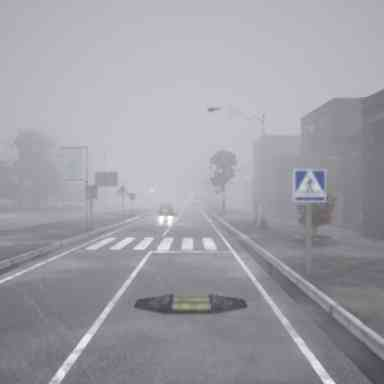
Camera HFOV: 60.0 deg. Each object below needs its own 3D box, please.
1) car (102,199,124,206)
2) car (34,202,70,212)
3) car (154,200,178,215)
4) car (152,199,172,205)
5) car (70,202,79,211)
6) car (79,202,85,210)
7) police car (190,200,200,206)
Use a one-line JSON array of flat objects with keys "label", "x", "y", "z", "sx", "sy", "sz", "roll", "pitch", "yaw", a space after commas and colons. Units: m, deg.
[{"label": "car", "x": -21.744, "y": 3.070, "z": 89.478, "sx": 5.008, "sy": 1.535, "sz": 2.097, "roll": 0, "pitch": -1, "yaw": 0}, {"label": "car", "x": -21.868, "y": 2.344, "z": 51.302, "sx": 4.674, "sy": 1.452, "sz": 2.002, "roll": 0, "pitch": -1, "yaw": 0}, {"label": "car", "x": -3.272, "y": 2.179, "z": 42.733, "sx": 2.128, "sy": 1.511, "sz": 4.902, "roll": 0, "pitch": -1, "yaw": 0}, {"label": "car", "x": -8.656, "y": 3.135, "z": 92.200, "sx": 4.892, "sy": 1.521, "sz": 2.231, "roll": 0, "pitch": -1, "yaw": 0}, {"label": "car", "x": -21.855, "y": 2.370, "z": 54.578, "sx": 4.892, "sy": 1.521, "sz": 2.231, "roll": 0, "pitch": -1, "yaw": 0}, {"label": "car", "x": -21.856, "y": 2.434, "z": 57.850, "sx": 5.008, "sy": 1.535, "sz": 2.097, "roll": 0, "pitch": -1, "yaw": 0}, {"label": "police car", "x": 1.168, "y": 3.148, "z": 94.848, "sx": 1.930, "sy": 1.638, "sz": 5.238, "roll": 0, "pitch": -1, "yaw": 0}]
